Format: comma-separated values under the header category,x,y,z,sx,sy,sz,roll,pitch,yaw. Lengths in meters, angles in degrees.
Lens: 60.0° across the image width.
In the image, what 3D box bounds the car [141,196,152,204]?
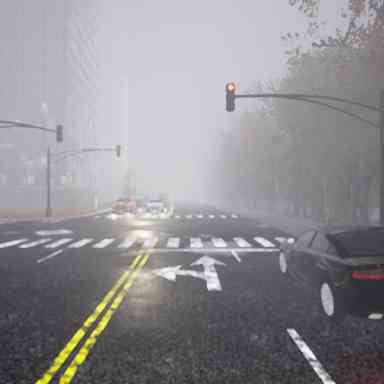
category,x,y,z,sx,sy,sz,roll,pitch,yaw
car,-8.823,1.482,64.976,1.882,1.535,5.008,0,0,-3

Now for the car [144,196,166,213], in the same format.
category,x,y,z,sx,sy,sz,roll,pitch,yaw
car,-4.126,1.522,37.655,1.812,1.442,4.674,0,0,-6

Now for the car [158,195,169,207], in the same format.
category,x,y,z,sx,sy,sz,roll,pitch,yaw
car,-4.625,1.523,48.294,1.812,1.442,4.674,0,0,-3

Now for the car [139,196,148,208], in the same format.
category,x,y,z,sx,sy,sz,roll,pitch,yaw
car,-7.823,1.559,47.233,1.994,1.385,4.181,0,0,-3

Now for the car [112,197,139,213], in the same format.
category,x,y,z,sx,sy,sz,roll,pitch,yaw
car,-7.326,1.348,36.148,2.097,1.767,4.553,0,0,-2

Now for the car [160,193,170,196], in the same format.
category,x,y,z,sx,sy,sz,roll,pitch,yaw
car,-5.800,1.229,68.746,2.150,2.045,5.566,0,0,-4

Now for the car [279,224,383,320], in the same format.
category,x,y,z,sx,sy,sz,roll,pitch,yaw
car,3.324,1.439,7.326,1.882,1.535,5.008,-3,-1,1
